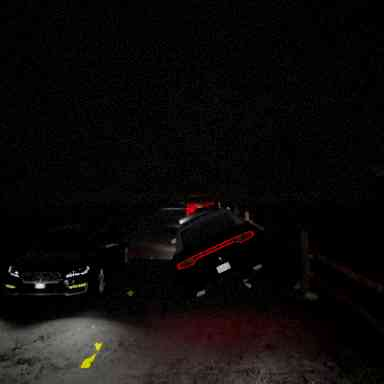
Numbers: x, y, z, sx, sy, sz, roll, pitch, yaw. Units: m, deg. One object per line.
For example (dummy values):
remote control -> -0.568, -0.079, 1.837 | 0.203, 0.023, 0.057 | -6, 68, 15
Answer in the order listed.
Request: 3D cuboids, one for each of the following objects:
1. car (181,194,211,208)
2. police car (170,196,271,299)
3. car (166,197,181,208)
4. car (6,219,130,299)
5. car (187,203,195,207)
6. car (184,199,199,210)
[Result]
car -> 0.687, 1.237, 24.495 | 2.150, 2.045, 5.566 | -3, -2, 3
police car -> 0.488, 1.209, 8.672 | 1.930, 1.638, 5.238 | -25, 0, 0
car -> -2.920, 1.771, 51.906 | 2.033, 1.411, 5.357 | 0, -1, 0
car -> -2.861, 1.515, 8.683 | 1.837, 1.490, 4.892 | 0, 0, 0
car -> 0.799, 1.568, 18.552 | 1.812, 1.442, 4.674 | 0, 0, 0
car -> -0.054, 1.728, 46.487 | 2.033, 1.411, 5.357 | 0, 0, 0
